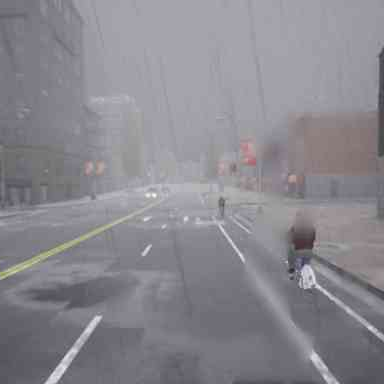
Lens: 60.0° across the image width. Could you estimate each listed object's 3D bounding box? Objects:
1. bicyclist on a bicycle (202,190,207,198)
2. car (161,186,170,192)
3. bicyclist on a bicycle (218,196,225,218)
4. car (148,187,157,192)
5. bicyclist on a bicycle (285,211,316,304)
[{"bbox_3d":[2.242,0.359,58.880,0.866,1.612,1.509,0,2,0],"label":"bicyclist on a bicycle"},{"bbox_3d":[-6.517,-0.755,82.868,2.033,1.411,5.357,0,2,0],"label":"car"},{"bbox_3d":[2.244,1.115,24.946,0.582,1.620,1.656,0,0,0],"label":"bicyclist on a bicycle"},{"bbox_3d":[-9.767,-0.698,82.839,1.895,1.301,4.718,0,2,0],"label":"car"},{"bbox_3d":[2.249,1.284,7.021,0.659,1.776,1.843,0,1,0],"label":"bicyclist on a bicycle"}]
